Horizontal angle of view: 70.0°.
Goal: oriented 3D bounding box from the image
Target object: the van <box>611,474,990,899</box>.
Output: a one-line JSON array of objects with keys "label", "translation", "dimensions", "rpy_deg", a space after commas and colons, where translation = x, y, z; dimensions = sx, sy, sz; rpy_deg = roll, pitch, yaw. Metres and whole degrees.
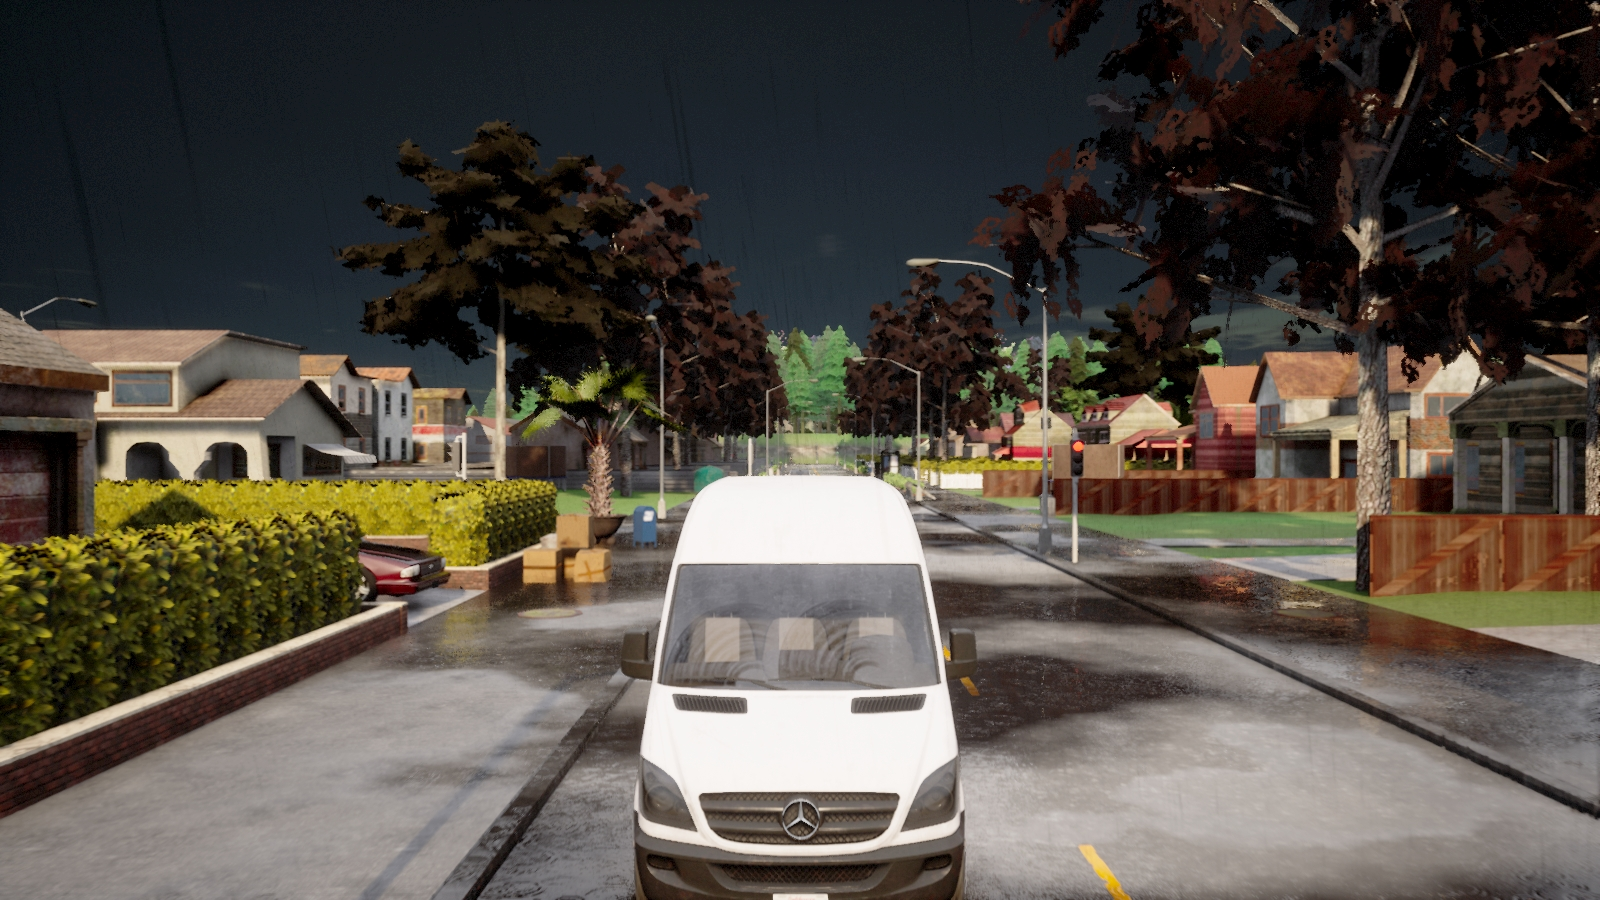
[{"label": "van", "translation": [0.002, 1.534, 8.955], "dimensions": [1.988, 2.561, 5.915], "rpy_deg": [0, 0, 0]}]
